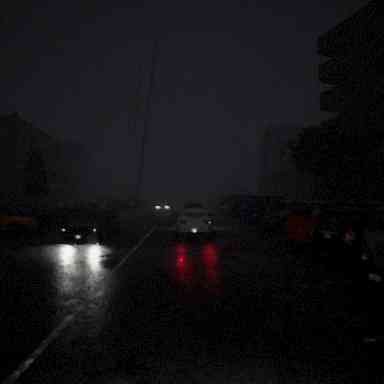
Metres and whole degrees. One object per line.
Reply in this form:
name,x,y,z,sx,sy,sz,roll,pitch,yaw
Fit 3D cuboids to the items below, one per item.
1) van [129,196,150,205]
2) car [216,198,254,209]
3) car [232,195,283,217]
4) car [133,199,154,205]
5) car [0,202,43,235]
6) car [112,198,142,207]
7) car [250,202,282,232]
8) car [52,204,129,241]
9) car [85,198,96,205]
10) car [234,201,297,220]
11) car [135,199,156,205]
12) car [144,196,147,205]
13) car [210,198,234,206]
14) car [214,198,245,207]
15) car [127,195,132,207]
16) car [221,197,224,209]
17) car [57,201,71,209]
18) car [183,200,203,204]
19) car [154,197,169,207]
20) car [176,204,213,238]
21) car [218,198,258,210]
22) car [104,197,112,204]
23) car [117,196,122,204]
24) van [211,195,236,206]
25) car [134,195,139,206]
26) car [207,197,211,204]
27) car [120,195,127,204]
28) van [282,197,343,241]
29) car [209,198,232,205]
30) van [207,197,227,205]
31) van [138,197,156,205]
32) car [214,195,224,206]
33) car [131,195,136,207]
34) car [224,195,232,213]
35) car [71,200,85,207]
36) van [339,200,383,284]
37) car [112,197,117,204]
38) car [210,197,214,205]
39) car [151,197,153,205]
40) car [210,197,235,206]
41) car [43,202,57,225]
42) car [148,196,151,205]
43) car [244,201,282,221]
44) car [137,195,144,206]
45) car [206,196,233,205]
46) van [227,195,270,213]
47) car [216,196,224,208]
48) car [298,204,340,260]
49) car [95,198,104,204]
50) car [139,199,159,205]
van,-11.617,1.931,73.416,4.442,1.987,1.878,0,-1,-20
car,6.472,1.688,49.983,5.366,1.575,1.946,1,-1,-20
car,6.416,1.317,25.950,5.566,2.045,2.435,1,0,-20
car,-11.484,2.374,79.320,4.674,1.452,2.002,0,-2,-20
car,-11.104,1.518,17.766,5.366,1.575,1.946,-1,0,-21
car,-11.524,1.814,58.781,4.892,1.521,2.231,-1,-1,-20
car,6.343,1.553,19.914,4.892,1.521,2.231,1,0,-19
car,-4.985,1.596,17.259,2.033,1.411,5.357,0,0,0
car,-11.393,1.560,29.444,4.892,1.521,2.231,-1,0,-20
car,6.393,1.576,28.953,4.892,1.521,2.231,1,0,-20
car,-11.437,2.463,82.253,4.792,1.488,2.163,0,-2,-20
car,-11.523,1.872,61.719,4.892,1.521,2.231,0,-1,-20
car,6.295,2.121,70.863,4.674,1.452,2.002,1,-2,-20
car,6.259,1.799,55.888,4.792,1.488,2.163,1,-1,-20
car,-11.498,1.648,47.051,5.008,1.535,2.097,-1,0,-20
car,6.198,1.585,34.886,5.366,1.575,1.946,1,0,-20
car,-11.314,1.570,23.582,4.792,1.488,2.163,-1,0,-20
car,0.076,1.572,34.369,1.882,1.535,5.008,0,0,0
car,-5.154,1.823,59.418,1.882,1.535,5.008,0,-1,1
car,0.111,1.575,17.860,1.812,1.442,4.674,0,0,0
car,6.484,1.656,46.991,5.366,1.575,1.946,1,-1,-20
car,-11.437,1.576,35.313,5.008,1.535,2.097,-1,0,-20
car,-11.483,1.642,41.188,4.674,1.452,2.002,-1,-1,-20
van,6.181,1.709,64.840,4.442,1.987,1.878,1,-1,-20
car,-11.696,1.717,52.855,5.366,1.575,1.946,-1,0,-20
car,6.112,1.869,61.819,5.366,1.575,1.946,1,-1,-20
car,-11.465,1.497,44.122,4.553,1.767,2.185,-1,0,-20
van,6.359,1.312,13.947,4.442,1.987,1.878,1,0,-19
car,6.337,2.193,73.867,4.792,1.488,2.163,1,-2,-20
van,6.243,2.219,82.798,4.442,1.987,1.878,1,-3,-20
van,-11.559,2.325,85.142,4.442,1.987,1.878,0,-2,-20
car,6.348,1.381,43.949,5.566,2.045,2.435,1,-1,-20
car,-11.521,1.682,49.983,5.008,1.535,2.097,-1,-1,-20
car,6.418,1.332,31.969,5.566,2.045,2.435,1,0,-20
car,-11.379,1.550,26.509,5.008,1.535,2.097,-1,0,-20
van,6.032,1.294,7.858,4.442,1.987,1.878,1,0,-19
car,-11.434,1.461,38.256,4.553,1.767,2.185,-1,0,-20
car,6.119,1.718,52.847,5.366,1.575,1.946,1,-1,-20
car,-11.522,2.075,70.517,5.008,1.535,2.097,0,-2,-20
car,6.262,1.881,67.868,4.553,1.767,2.185,1,-2,-20
car,-11.320,1.532,20.636,5.008,1.535,2.097,-1,0,-21
car,-11.495,2.032,67.599,4.792,1.488,2.163,0,-2,-20
car,6.390,1.590,22.934,4.792,1.488,2.163,1,0,-19
car,-11.557,1.514,55.840,5.566,2.045,2.435,-1,-1,-20
car,6.303,1.999,76.838,5.566,2.045,2.435,1,-2,-20
van,6.463,1.376,37.991,4.442,1.987,1.878,1,-1,-20
car,6.160,1.608,40.878,5.366,1.575,1.946,1,0,-20
car,6.166,1.403,10.894,4.553,1.767,2.185,1,0,-19
car,-11.413,1.568,32.376,4.892,1.521,2.231,-1,0,-20
car,-11.431,2.687,88.099,5.008,1.535,2.097,0,-3,-20
